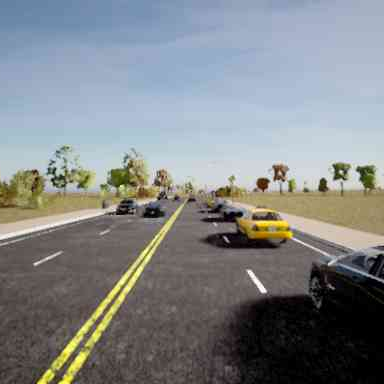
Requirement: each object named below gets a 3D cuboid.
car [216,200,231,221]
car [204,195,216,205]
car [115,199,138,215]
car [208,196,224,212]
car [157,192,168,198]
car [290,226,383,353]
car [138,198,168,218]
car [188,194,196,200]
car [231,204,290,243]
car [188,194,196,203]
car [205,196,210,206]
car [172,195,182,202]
[{"bbox_3d":[3.248,1.600,26.818,1.895,1.301,4.718,0,0,0],"label":"car"},{"bbox_3d":[3.246,1.447,59.977,1.801,1.575,5.366,0,0,0],"label":"car"},{"bbox_3d":[-6.595,1.504,34.460,1.837,1.490,4.892,0,0,0],"label":"car"},{"bbox_3d":[3.248,1.544,37.787,2.033,1.411,5.357,0,0,0],"label":"car"},{"bbox_3d":[-6.505,0.962,74.885,2.150,2.045,5.566,0,0,0],"label":"car"},{"bbox_3d":[3.250,1.492,4.788,2.128,1.511,4.902,0,0,0],"label":"car"},{"bbox_3d":[-3.347,1.562,30.221,1.994,1.385,4.181,0,0,0],"label":"car"},{"bbox_3d":[-0.005,1.339,88.203,1.837,1.490,4.892,0,0,0],"label":"car"},{"bbox_3d":[3.249,1.456,15.978,1.801,1.575,5.366,0,0,0],"label":"car"},{"bbox_3d":[-0.004,1.491,68.168,2.033,1.411,5.357,0,0,0],"label":"car"},{"bbox_3d":[3.247,1.450,48.977,1.801,1.575,5.366,0,0,0],"label":"car"},{"bbox_3d":[-3.255,1.472,71.664,1.837,1.490,4.892,0,0,0],"label":"car"}]
